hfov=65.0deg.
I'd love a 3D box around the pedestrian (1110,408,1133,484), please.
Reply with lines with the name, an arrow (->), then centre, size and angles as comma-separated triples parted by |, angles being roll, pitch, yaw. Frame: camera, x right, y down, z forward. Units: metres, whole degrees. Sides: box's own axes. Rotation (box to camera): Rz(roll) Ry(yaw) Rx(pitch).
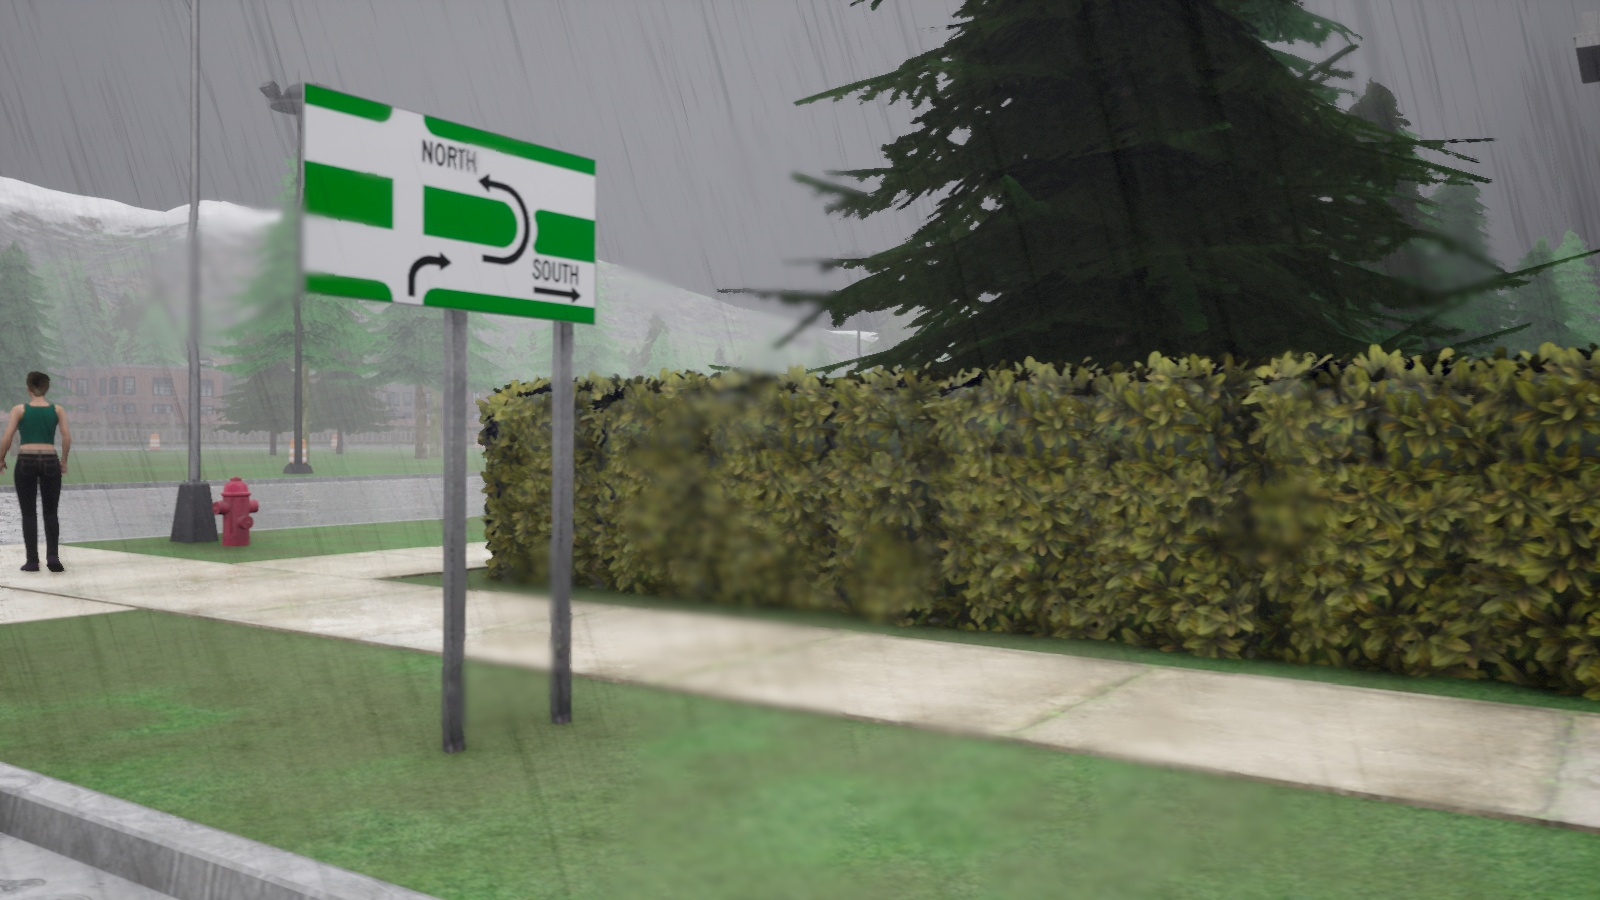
pedestrian -> 7.802, -0.105, 30.481 | 0.345, 1.836, 0.594 | 0, 1, 34

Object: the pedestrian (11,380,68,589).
pedestrian -> -6.909, 0.302, 11.407 | 0.345, 1.836, 0.594 | -1, 1, -38
